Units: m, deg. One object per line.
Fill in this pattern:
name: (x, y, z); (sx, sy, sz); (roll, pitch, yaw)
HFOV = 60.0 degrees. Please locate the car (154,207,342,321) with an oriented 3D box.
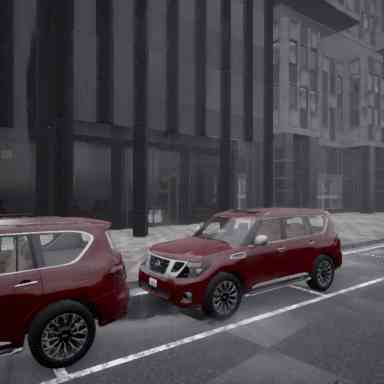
car: (1.343, 1.314, 7.479); (5.009, 1.841, 2.192); (0, 0, -35)

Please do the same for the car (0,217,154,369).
car: (-3.254, 1.315, 4.211); (5.009, 1.841, 2.192); (0, 0, -35)
